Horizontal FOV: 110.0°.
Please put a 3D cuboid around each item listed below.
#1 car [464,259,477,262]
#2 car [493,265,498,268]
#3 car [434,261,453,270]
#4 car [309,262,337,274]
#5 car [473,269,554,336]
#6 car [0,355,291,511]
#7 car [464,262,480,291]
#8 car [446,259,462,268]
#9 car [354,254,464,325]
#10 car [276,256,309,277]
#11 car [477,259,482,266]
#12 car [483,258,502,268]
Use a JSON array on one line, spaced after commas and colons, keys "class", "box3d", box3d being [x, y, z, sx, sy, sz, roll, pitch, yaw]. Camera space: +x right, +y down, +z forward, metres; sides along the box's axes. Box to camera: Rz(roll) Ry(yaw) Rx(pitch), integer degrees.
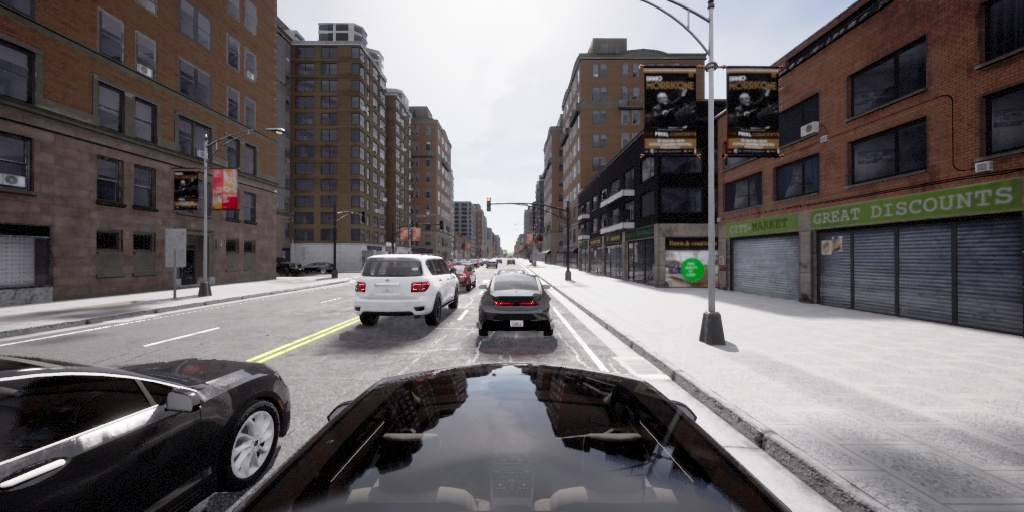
[{"class": "car", "box3d": [-6.708, 1.334, 52.752, 1.994, 1.385, 4.181, 0, 0, 0]}, {"class": "car", "box3d": [-0.040, 1.353, 19.699, 1.895, 1.301, 4.718, 0, 0, 0]}, {"class": "car", "box3d": [-9.958, 1.370, 52.427, 1.895, 1.301, 4.718, 0, 0, 0]}, {"class": "car", "box3d": [-22.237, 1.347, 40.721, 4.313, 1.339, 1.948, 0, 0, 0]}, {"class": "car", "box3d": [0.083, 1.256, 10.385, 1.837, 1.490, 4.892, 0, 0, 0]}, {"class": "car", "box3d": [-3.152, 1.255, 1.666, 1.837, 1.490, 4.892, 0, 0, 0]}, {"class": "car", "box3d": [-3.253, 1.279, 21.593, 1.812, 1.442, 4.674, 0, 0, 0]}, {"class": "car", "box3d": [-9.952, 1.254, 61.835, 1.882, 1.535, 5.008, 0, 0, 0]}, {"class": "car", "box3d": [-3.175, 0.972, 11.892, 2.150, 2.045, 5.566, 0, 0, 1]}, {"class": "car", "box3d": [-23.563, 0.974, 35.243, 5.566, 2.045, 2.150, 0, 0, 0]}, {"class": "car", "box3d": [-6.709, 1.254, 61.671, 1.882, 1.535, 5.008, 0, 0, 0]}, {"class": "car", "box3d": [-3.276, 1.268, 60.671, 2.128, 1.511, 4.902, 0, 0, 0]}]
